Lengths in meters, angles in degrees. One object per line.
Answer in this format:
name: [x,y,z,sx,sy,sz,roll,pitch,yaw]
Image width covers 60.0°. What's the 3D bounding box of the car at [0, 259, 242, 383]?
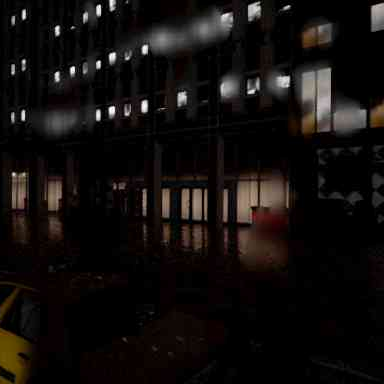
car: [-1.788,1.521,4.150,4.829,1.417,1.752,0,1,36]
